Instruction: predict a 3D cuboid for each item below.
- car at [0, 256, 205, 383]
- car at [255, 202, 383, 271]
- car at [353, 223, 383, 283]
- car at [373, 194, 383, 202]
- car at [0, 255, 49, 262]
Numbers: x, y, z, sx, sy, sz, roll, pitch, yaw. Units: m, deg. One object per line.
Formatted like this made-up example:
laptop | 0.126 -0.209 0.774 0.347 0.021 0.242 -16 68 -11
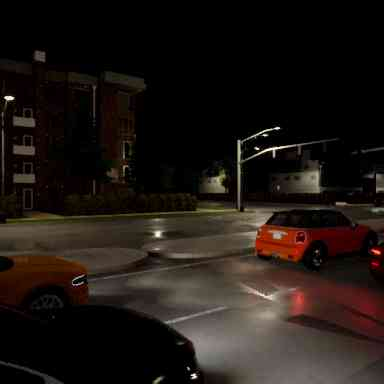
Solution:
car | -2.133 1.505 2.227 4.892 1.490 1.837 0 0 -36
car | 4.290 1.352 11.216 4.553 1.767 2.097 0 0 -35
car | 6.275 1.526 8.340 4.674 1.442 1.812 0 0 -34
car | 29.008 1.222 48.999 5.566 2.045 2.150 0 0 -34
car | -4.156 1.478 5.083 5.008 1.535 1.882 0 0 -35
